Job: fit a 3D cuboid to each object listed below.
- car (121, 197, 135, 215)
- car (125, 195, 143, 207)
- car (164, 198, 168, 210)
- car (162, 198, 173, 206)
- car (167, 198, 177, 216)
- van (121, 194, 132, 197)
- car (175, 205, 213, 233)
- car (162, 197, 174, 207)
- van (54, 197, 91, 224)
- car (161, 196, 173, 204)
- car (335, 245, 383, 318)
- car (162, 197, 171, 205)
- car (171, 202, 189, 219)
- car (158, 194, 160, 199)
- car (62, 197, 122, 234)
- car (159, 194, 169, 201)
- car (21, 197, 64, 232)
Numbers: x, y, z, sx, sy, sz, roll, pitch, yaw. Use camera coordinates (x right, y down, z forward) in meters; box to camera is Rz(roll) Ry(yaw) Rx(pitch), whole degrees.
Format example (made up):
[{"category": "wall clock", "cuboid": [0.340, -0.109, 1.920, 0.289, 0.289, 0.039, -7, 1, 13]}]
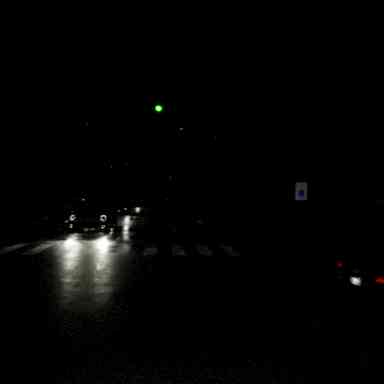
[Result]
[{"category": "car", "cuboid": [-7.249, 1.572, 34.375, 1.837, 1.490, 4.892, 1, 0, -6]}, {"category": "car", "cuboid": [-9.367, 1.616, 53.651, 1.882, 1.535, 5.008, 1, -1, -6]}, {"category": "car", "cuboid": [-2.244, 1.824, 42.127, 1.802, 1.307, 4.206, 2, 0, -6]}, {"category": "car", "cuboid": [-4.718, 1.839, 63.839, 1.752, 1.417, 4.829, 2, 0, -6]}, {"category": "car", "cuboid": [-1.012, 1.641, 31.358, 1.967, 1.590, 4.097, 2, 0, -6]}, {"category": "van", "cuboid": [-13.778, 1.456, 68.111, 1.690, 1.788, 3.998, 2, 0, -6]}, {"category": "car", "cuboid": [0.213, 1.722, 20.586, 1.947, 1.339, 4.313, 2, 0, -6]}, {"category": "car", "cuboid": [-2.857, 1.806, 47.513, 1.887, 1.381, 4.507, 2, 0, -6]}, {"category": "van", "cuboid": [-8.865, 1.306, 25.027, 1.690, 1.788, 3.998, 2, 0, -6]}, {"category": "car", "cuboid": [-3.472, 1.845, 52.899, 1.947, 1.339, 4.313, 2, 0, -6]}, {"category": "car", "cuboid": [5.049, 1.603, 6.465, 4.181, 1.385, 1.994, -1, 0, -6]}, {"category": "car", "cuboid": [-5.332, 1.856, 69.224, 1.752, 1.417, 4.829, 2, 0, -6]}, {"category": "car", "cuboid": [-0.401, 1.761, 25.971, 1.802, 1.307, 4.206, 2, 0, -6]}, {"category": "car", "cuboid": [-5.921, 1.661, 74.442, 2.192, 1.841, 5.009, 2, 0, -6]}, {"category": "car", "cuboid": [-5.575, 1.359, 19.247, 2.097, 1.767, 4.553, 1, -1, -5]}, {"category": "car", "cuboid": [-4.079, 1.612, 58.286, 2.192, 1.841, 5.009, 2, 0, -6]}, {"category": "car", "cuboid": [-8.250, 1.257, 19.642, 2.192, 1.841, 5.009, 2, 0, -7]}]
